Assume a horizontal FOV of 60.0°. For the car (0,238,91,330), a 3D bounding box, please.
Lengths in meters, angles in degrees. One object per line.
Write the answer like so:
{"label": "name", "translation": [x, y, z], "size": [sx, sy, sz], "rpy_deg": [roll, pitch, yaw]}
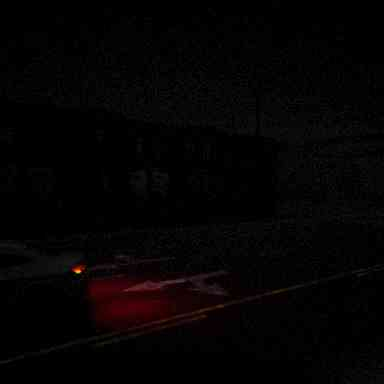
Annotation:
{"label": "car", "translation": [-4.044, 1.526, 5.385], "size": [4.674, 1.442, 1.812], "rpy_deg": [0, 0, -35]}
